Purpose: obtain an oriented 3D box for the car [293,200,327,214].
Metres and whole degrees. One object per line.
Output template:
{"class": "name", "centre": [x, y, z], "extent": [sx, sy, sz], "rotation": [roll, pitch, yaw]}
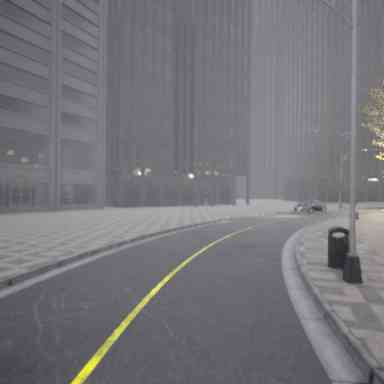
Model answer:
{"class": "car", "centre": [12.988, 1.595, 36.487], "extent": [4.902, 1.511, 2.128], "rotation": [0, 0, -43]}
